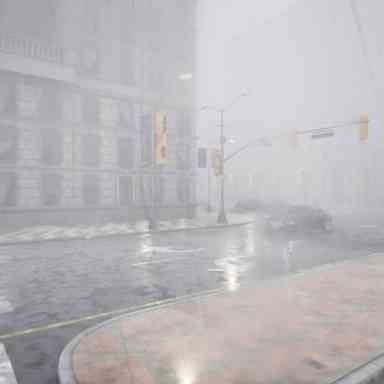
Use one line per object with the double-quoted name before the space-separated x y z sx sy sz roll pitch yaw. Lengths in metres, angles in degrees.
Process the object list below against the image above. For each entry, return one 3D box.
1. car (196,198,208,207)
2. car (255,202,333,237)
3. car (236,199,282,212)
"car" 0.449 1.547 50.972 2.033 1.411 5.357 0 0 -35
"car" 5.946 1.491 18.206 4.902 1.511 2.128 0 0 -43
"car" 6.848 1.491 36.078 2.128 1.511 4.902 0 0 -36
